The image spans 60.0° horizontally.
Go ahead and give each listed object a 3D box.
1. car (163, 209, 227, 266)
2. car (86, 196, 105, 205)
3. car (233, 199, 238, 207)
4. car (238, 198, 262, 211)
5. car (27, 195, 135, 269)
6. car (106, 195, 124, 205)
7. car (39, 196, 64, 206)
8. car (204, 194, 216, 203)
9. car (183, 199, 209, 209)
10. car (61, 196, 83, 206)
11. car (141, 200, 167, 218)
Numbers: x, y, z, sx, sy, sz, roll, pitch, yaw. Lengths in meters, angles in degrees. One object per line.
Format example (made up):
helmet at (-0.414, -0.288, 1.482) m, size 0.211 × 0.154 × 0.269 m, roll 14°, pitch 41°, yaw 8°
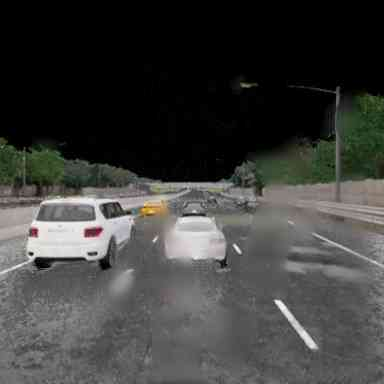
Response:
car at (0.120, 1.512, 11.314) m, size 1.812 × 1.442 × 4.674 m, roll 0°, pitch 0°, yaw 0°
car at (-17.152, 1.504, 59.164) m, size 1.837 × 1.490 × 4.892 m, roll 0°, pitch 0°, yaw 1°
car at (7.270, 1.590, 49.376) m, size 1.895 × 1.301 × 4.718 m, roll 0°, pitch 0°, yaw 1°
car at (7.026, 1.470, 39.326) m, size 2.128 × 1.511 × 4.902 m, roll 0°, pitch 0°, yaw 2°
car at (-3.382, 1.208, 11.239) m, size 2.150 × 2.045 × 5.566 m, roll 0°, pitch 0°, yaw 0°
car at (-13.651, 1.353, 59.371) m, size 2.097 × 1.767 × 4.553 m, roll 0°, pitch 0°, yaw 1°
car at (-24.176, 1.488, 57.371) m, size 2.128 × 1.511 × 4.902 m, roll 0°, pitch 0°, yaw 1°
car at (4.008, 1.545, 68.836) m, size 1.812 × 1.442 × 4.674 m, roll 0°, pitch 0°, yaw 1°
car at (0.198, 1.538, 28.911) m, size 1.994 × 1.385 × 4.181 m, roll 0°, pitch 0°, yaw 0°
car at (-20.681, 1.473, 57.390) m, size 1.882 × 1.535 × 5.008 m, roll 0°, pitch 0°, yaw 1°
car at (-3.297, 1.452, 29.751) m, size 1.882 × 1.535 × 5.008 m, roll 0°, pitch 0°, yaw 0°
